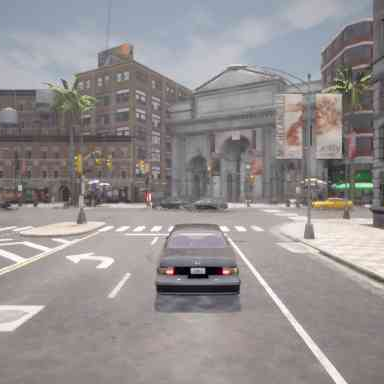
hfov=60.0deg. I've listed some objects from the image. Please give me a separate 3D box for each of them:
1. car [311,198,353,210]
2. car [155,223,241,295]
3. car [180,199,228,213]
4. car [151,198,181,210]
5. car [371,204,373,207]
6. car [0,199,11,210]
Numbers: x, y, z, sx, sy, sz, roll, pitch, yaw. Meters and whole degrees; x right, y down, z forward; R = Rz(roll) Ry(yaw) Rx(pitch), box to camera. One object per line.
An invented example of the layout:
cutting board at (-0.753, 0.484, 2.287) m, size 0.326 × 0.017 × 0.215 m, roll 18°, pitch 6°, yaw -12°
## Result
car at (17.174, 1.478, 41.118) m, size 5.008 × 1.535 × 1.882 m, roll 0°, pitch 0°, yaw 1°
car at (0.118, 1.547, 8.840) m, size 2.033 × 1.411 × 5.357 m, roll 0°, pitch 0°, yaw 0°
car at (1.550, 1.491, 37.159) m, size 4.902 × 1.511 × 2.128 m, roll 0°, pitch 0°, yaw -10°
car at (-2.586, 1.505, 41.334) m, size 4.892 × 1.490 × 1.837 m, roll 0°, pitch 0°, yaw 1°
car at (22.731, 1.526, 37.550) m, size 4.674 × 1.442 × 1.812 m, roll 0°, pitch 0°, yaw 1°
car at (-25.314, 1.505, 41.571) m, size 4.892 × 1.490 × 1.837 m, roll 0°, pitch 0°, yaw 1°
